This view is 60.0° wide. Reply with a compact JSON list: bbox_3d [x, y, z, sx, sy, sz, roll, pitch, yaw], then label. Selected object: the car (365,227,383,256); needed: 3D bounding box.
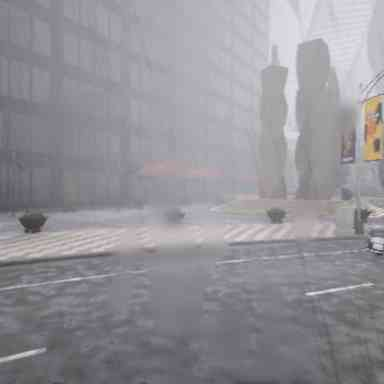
[{"bbox_3d":[8.264,1.500,11.337,4.902,1.511,2.128,1,0,-18],"label":"car"}]
